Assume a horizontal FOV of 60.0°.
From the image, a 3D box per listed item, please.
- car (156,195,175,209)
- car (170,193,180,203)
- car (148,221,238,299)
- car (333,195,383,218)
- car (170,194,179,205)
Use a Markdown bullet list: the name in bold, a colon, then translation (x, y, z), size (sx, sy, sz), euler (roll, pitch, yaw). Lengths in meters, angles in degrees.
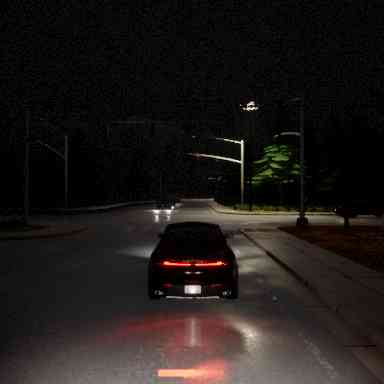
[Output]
- **car**: translation (-3.683, 1.503, 44.355), size (1.837, 1.490, 4.892), euler (0, 0, 0)
- **car**: translation (-3.552, 1.220, 65.859), size (2.150, 2.045, 5.566), euler (0, 0, 1)
- **car**: translation (0.031, 1.501, 8.416), size (1.837, 1.490, 4.892), euler (0, 0, 0)
- **car**: translation (15.542, 1.247, 29.565), size (5.566, 2.045, 2.150), euler (0, 0, 1)
- **car**: translation (-3.686, 1.545, 54.802), size (2.033, 1.411, 5.357), euler (0, 0, 0)
